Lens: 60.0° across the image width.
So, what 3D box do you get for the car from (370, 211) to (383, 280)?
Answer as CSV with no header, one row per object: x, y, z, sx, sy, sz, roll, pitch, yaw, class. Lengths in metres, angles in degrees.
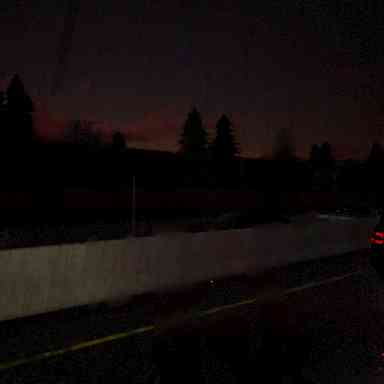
6.839,1.240,8.625,5.566,2.045,2.150,0,0,-35,car

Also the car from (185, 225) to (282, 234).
1.962,1.495,13.991,5.008,1.535,1.882,0,0,-36,car
